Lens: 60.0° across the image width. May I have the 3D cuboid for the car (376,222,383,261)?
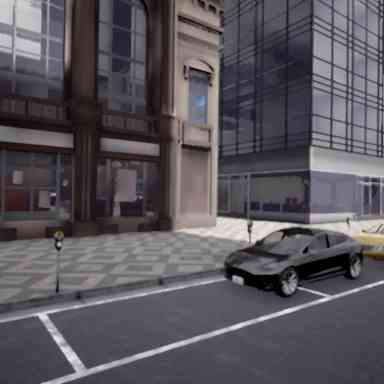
[{"bbox_3d":[7.258,1.645,11.923,4.829,1.417,1.752,1,0,-35],"label":"car"}]

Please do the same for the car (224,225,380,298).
[{"bbox_3d":[2.815,1.634,8.758,4.313,1.339,1.947,1,0,-35],"label":"car"}]
